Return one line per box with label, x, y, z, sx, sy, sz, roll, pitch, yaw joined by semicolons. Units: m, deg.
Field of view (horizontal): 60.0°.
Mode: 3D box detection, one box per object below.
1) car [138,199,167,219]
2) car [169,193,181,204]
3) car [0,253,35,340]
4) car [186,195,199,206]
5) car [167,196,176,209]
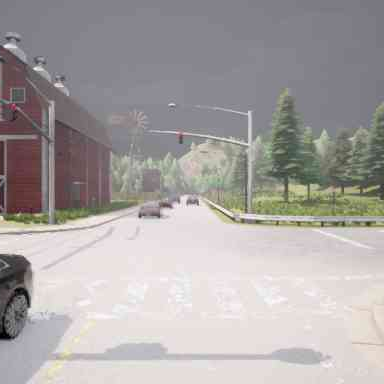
car;-3.541;1.526;29.225;1.812;1.442;4.674;0;0;0
car;-3.368;1.207;65.547;2.150;2.045;5.566;0;0;0
car;-3.592;1.492;3.721;2.128;1.511;4.902;0;0;0
car;0.112;1.352;55.632;2.097;1.767;4.553;0;0;0
car;-3.510;1.600;44.040;1.895;1.301;4.718;0;0;0
